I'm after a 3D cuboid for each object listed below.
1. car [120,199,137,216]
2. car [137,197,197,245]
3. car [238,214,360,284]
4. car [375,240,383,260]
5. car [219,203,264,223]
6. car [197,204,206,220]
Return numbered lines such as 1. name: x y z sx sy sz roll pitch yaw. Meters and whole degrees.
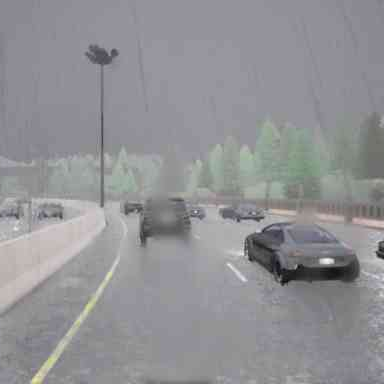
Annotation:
1. car: -6.116 1.524 33.600 1.837 1.490 4.892 0 0 -20
2. car: -1.399 1.224 15.758 2.150 2.045 5.566 0 0 -9
3. car: 2.885 1.552 9.610 1.994 1.385 4.181 0 0 -6
4. car: 6.656 1.523 7.647 2.033 1.411 5.357 0 0 -5
5. car: 3.698 1.532 25.536 2.033 1.411 5.357 0 0 -14
6. car: -0.417 1.546 27.487 2.033 1.411 5.357 0 0 -16
